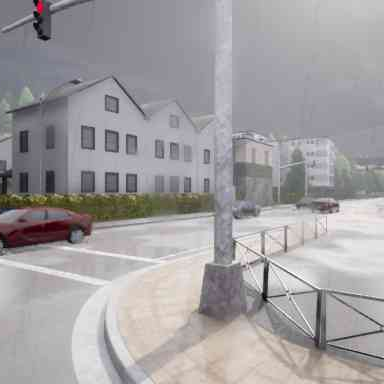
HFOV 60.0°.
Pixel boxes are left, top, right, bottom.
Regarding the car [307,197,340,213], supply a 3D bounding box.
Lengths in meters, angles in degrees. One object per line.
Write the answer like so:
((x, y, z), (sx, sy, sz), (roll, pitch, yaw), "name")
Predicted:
((13.515, 1.289, 33.611), (1.882, 1.535, 5.008), (0, 0, 35), "car")

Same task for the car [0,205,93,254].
((-6.077, 1.290, 12.354), (1.882, 1.535, 5.008), (0, 0, 35), "car")

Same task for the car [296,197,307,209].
((14.513, 1.359, 41.243), (2.033, 1.411, 5.357), (0, 0, 35), "car")

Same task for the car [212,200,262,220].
((3.688, 1.360, 26.138), (2.033, 1.411, 5.357), (0, 0, 35), "car")
